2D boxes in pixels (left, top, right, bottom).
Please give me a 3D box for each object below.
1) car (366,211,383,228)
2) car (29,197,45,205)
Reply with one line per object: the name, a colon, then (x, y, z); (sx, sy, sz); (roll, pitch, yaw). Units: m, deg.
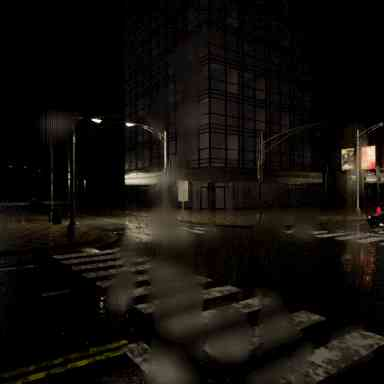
car: (12.949, 1.605, 20.809); (4.718, 1.301, 1.895); (0, 0, -35)
car: (-28.678, 1.688, 61.458); (2.033, 1.411, 5.357); (0, 0, -36)
